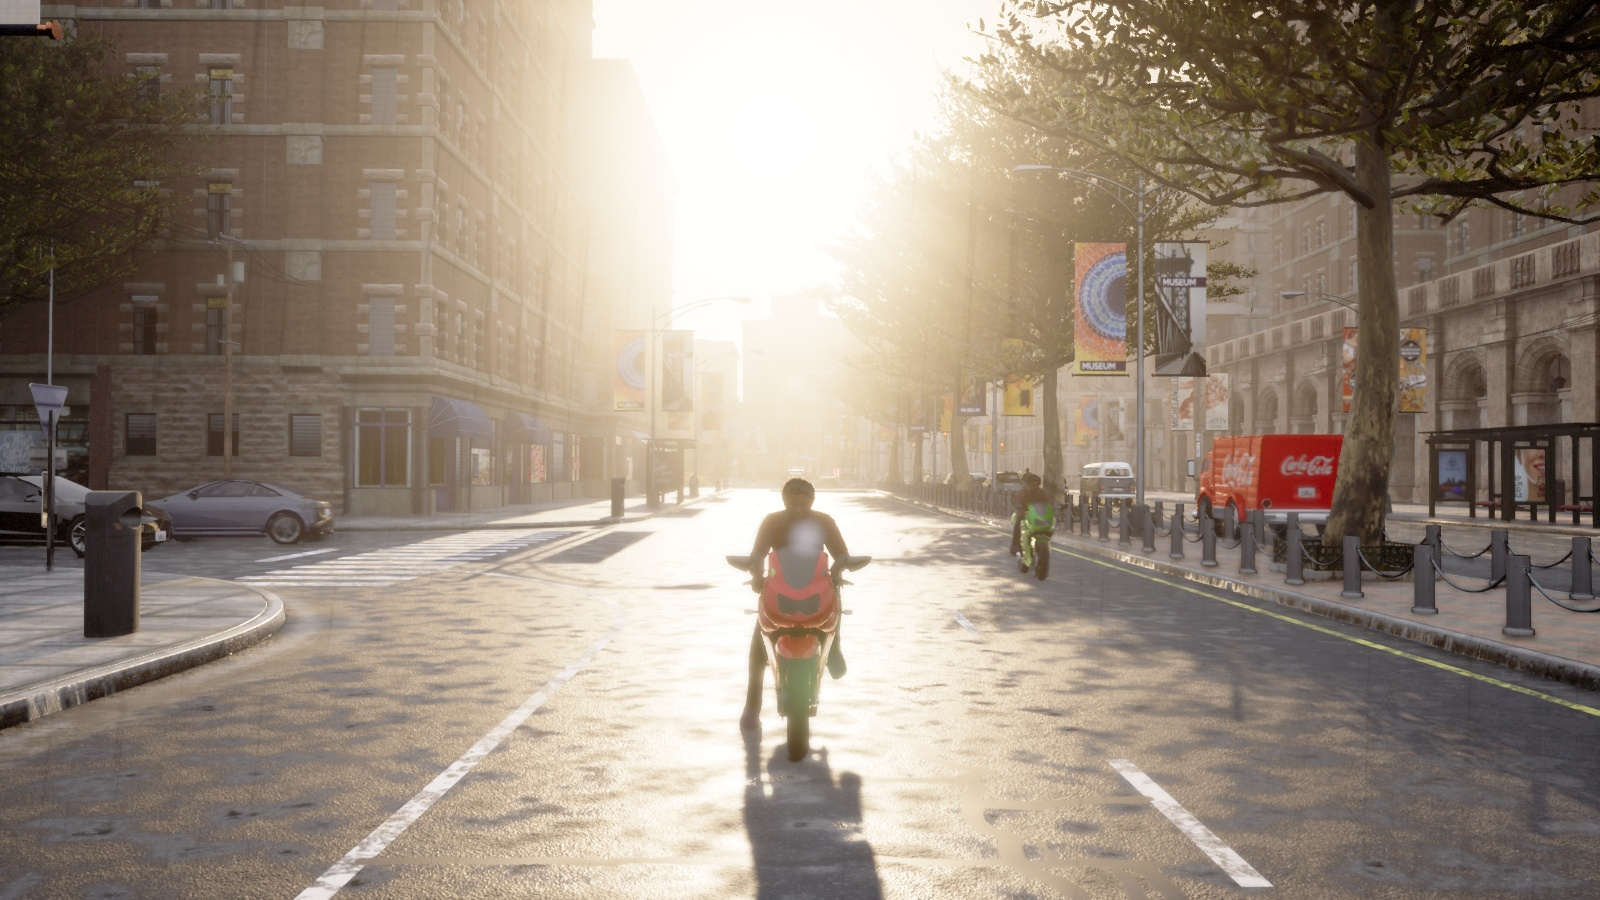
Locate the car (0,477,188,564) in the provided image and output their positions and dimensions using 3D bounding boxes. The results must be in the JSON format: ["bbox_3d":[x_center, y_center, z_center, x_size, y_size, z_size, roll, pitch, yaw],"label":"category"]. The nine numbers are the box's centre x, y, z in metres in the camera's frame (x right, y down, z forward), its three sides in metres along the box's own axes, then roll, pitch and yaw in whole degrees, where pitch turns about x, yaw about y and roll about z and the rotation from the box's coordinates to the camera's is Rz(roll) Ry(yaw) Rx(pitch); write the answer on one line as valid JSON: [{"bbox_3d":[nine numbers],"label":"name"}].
[{"bbox_3d":[-14.050,1.253,22.836,4.792,1.488,2.163,0,-1,-1],"label":"car"}]

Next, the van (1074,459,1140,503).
[{"bbox_3d":[14.839,1.498,60.869,2.069,2.038,4.480,0,-1,0],"label":"van"}]

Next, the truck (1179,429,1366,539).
[{"bbox_3d":[11.412,0.799,30.853,2.627,2.467,5.204,0,-1,0],"label":"truck"}]

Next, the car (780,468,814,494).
[{"bbox_3d":[-0.225,2.092,85.496,2.242,1.667,4.611,0,-1,0],"label":"car"}]

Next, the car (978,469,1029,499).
[{"bbox_3d":[11.311,1.873,70.087,2.033,1.649,4.856,0,-1,0],"label":"car"}]

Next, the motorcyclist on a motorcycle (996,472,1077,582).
[{"bbox_3d":[3.451,1.093,18.496,0.797,1.523,2.044,0,-1,0],"label":"motorcyclist on a motorcycle"}]

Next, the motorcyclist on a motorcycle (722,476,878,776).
[{"bbox_3d":[-0.005,0.922,7.471,0.797,1.523,2.044,0,-1,0],"label":"motorcyclist on a motorcycle"}]

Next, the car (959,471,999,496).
[{"bbox_3d":[11.291,2.105,79.474,1.837,1.490,4.892,0,-1,0],"label":"car"}]

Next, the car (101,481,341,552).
[{"bbox_3d":[-12.084,1.370,26.455,4.181,1.385,1.994,0,-1,-7],"label":"car"}]
